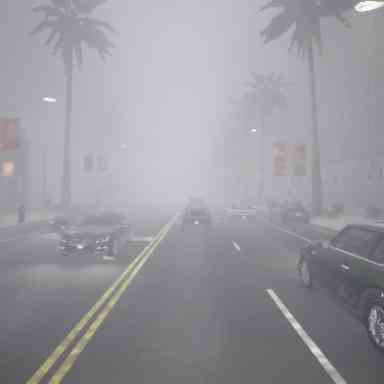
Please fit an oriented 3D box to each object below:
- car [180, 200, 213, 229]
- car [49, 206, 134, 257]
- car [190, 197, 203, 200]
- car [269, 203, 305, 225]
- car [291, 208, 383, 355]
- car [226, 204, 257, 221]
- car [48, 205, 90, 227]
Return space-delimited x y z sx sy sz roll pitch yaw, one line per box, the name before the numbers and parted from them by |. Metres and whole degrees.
car | 0.292 1.491 21.359 1.837 1.490 4.892 0 0 1
car | -3.516 1.497 12.967 1.837 1.490 4.892 0 0 1
car | 0.458 1.331 36.515 2.097 1.767 4.553 0 0 1
car | 6.911 1.498 23.971 2.161 1.482 4.786 0 0 0
car | 3.623 1.348 6.222 2.097 1.767 4.553 0 0 0
car | 3.851 1.583 26.717 1.895 1.301 4.718 0 0 1
car | -6.915 1.534 20.616 2.033 1.411 5.357 0 0 1
